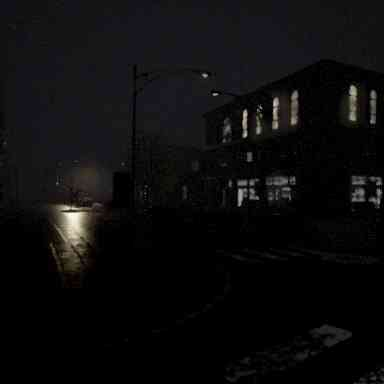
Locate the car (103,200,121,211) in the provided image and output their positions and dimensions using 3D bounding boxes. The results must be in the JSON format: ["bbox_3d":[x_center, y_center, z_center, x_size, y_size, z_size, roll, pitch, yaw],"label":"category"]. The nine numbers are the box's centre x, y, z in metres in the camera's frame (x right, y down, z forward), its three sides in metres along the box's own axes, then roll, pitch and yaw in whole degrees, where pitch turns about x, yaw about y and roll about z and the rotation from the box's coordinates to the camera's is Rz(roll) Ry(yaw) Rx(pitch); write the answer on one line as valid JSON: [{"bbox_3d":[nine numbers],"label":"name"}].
[{"bbox_3d":[-10.240,1.647,42.914,1.887,1.381,4.507,1,-1,-26],"label":"car"}]

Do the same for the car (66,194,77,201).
[{"bbox_3d":[-31.777,1.469,87.740,2.192,1.841,5.009,1,-1,-26],"label":"car"}]

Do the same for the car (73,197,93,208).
[{"bbox_3d":[-16.005,1.674,49.215,1.895,1.301,4.718,1,0,-26],"label":"car"}]

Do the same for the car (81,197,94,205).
[{"bbox_3d":[-19.814,1.708,62.836,1.802,1.307,4.206,1,-1,-26],"label":"car"}]

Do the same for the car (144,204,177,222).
[{"bbox_3d":[-2.651,1.633,27.192,2.008,1.369,4.403,1,-1,-26],"label":"car"}]

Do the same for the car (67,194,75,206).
[{"bbox_3d":[-20.274,1.562,58.104,1.882,1.535,5.008,1,0,-26],"label":"car"}]
